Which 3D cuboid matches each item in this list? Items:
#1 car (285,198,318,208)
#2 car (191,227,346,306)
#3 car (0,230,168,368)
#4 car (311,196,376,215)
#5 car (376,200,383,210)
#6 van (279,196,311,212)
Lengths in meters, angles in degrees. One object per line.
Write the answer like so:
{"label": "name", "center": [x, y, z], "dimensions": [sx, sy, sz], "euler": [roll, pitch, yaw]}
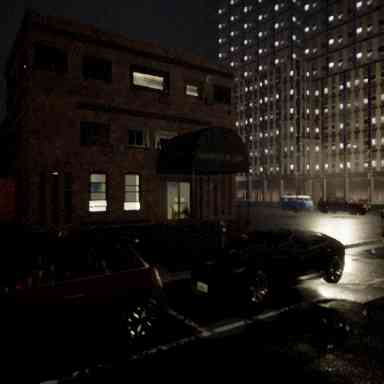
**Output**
{"label": "car", "center": [15.432, 1.541, 46.930], "dimensions": [1.802, 1.307, 4.206], "euler": [0, 0, -35]}
{"label": "car", "center": [1.988, 1.569, 8.056], "dimensions": [4.313, 1.339, 1.947], "euler": [0, 0, -35]}
{"label": "car", "center": [-2.475, 1.440, 4.802], "dimensions": [4.097, 1.590, 1.967], "euler": [0, 0, -35]}
{"label": "car", "center": [14.896, 1.329, 33.045], "dimensions": [2.192, 1.841, 5.009], "euler": [0, 0, -35]}
{"label": "car", "center": [21.771, 1.526, 37.840], "dimensions": [2.008, 1.369, 4.403], "euler": [0, 0, -35]}
{"label": "van", "center": [11.727, 1.347, 37.590], "dimensions": [1.690, 1.788, 3.998], "euler": [0, 0, -35]}
